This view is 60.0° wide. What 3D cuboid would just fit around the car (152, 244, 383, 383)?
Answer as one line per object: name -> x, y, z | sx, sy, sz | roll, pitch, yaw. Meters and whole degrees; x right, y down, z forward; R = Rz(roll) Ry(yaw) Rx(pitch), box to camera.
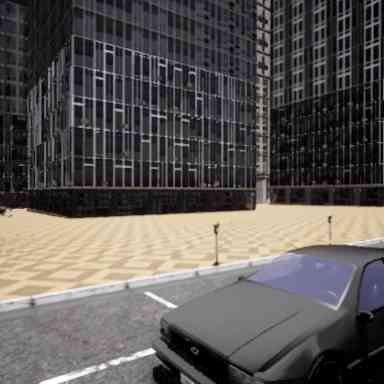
car -> 2.144, 1.541, 4.892 | 5.357, 1.411, 2.033 | 0, 0, -35
